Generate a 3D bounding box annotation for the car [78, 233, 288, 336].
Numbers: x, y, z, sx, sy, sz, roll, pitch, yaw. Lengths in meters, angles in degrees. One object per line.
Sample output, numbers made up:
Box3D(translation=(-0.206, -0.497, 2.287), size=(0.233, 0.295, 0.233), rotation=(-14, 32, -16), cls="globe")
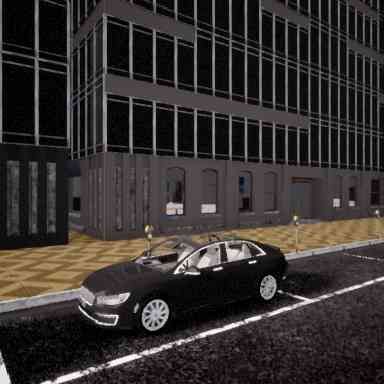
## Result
Box3D(translation=(0.045, 1.551, 6.592), size=(4.403, 1.369, 2.008), rotation=(0, 0, -35), cls="car")
